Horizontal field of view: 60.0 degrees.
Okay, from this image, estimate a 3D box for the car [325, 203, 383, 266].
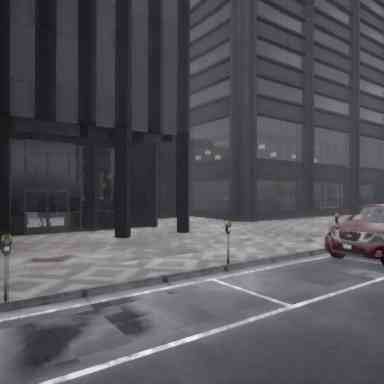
[{"bbox_3d":[6.695,1.314,11.420,5.009,1.841,2.192,0,0,-35],"label":"car"}]
